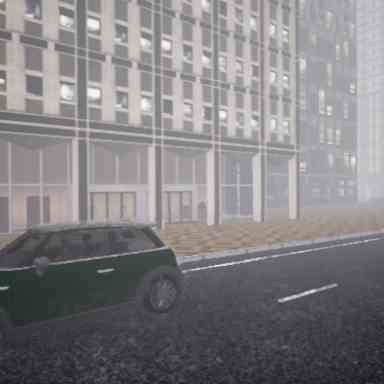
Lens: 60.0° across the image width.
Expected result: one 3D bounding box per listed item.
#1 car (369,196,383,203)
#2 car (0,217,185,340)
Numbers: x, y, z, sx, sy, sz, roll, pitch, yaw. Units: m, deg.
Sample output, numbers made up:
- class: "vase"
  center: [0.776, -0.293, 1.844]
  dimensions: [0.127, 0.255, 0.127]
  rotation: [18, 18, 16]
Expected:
- class: "car"
  center: [33.118, 1.303, 57.814]
  dimensions: [1.887, 1.381, 4.507]
  rotation: [0, 0, -34]
- class: "car"
  center: [-2.423, 1.351, 5.950]
  dimensions: [4.553, 1.767, 2.097]
  rotation: [0, 0, -35]
